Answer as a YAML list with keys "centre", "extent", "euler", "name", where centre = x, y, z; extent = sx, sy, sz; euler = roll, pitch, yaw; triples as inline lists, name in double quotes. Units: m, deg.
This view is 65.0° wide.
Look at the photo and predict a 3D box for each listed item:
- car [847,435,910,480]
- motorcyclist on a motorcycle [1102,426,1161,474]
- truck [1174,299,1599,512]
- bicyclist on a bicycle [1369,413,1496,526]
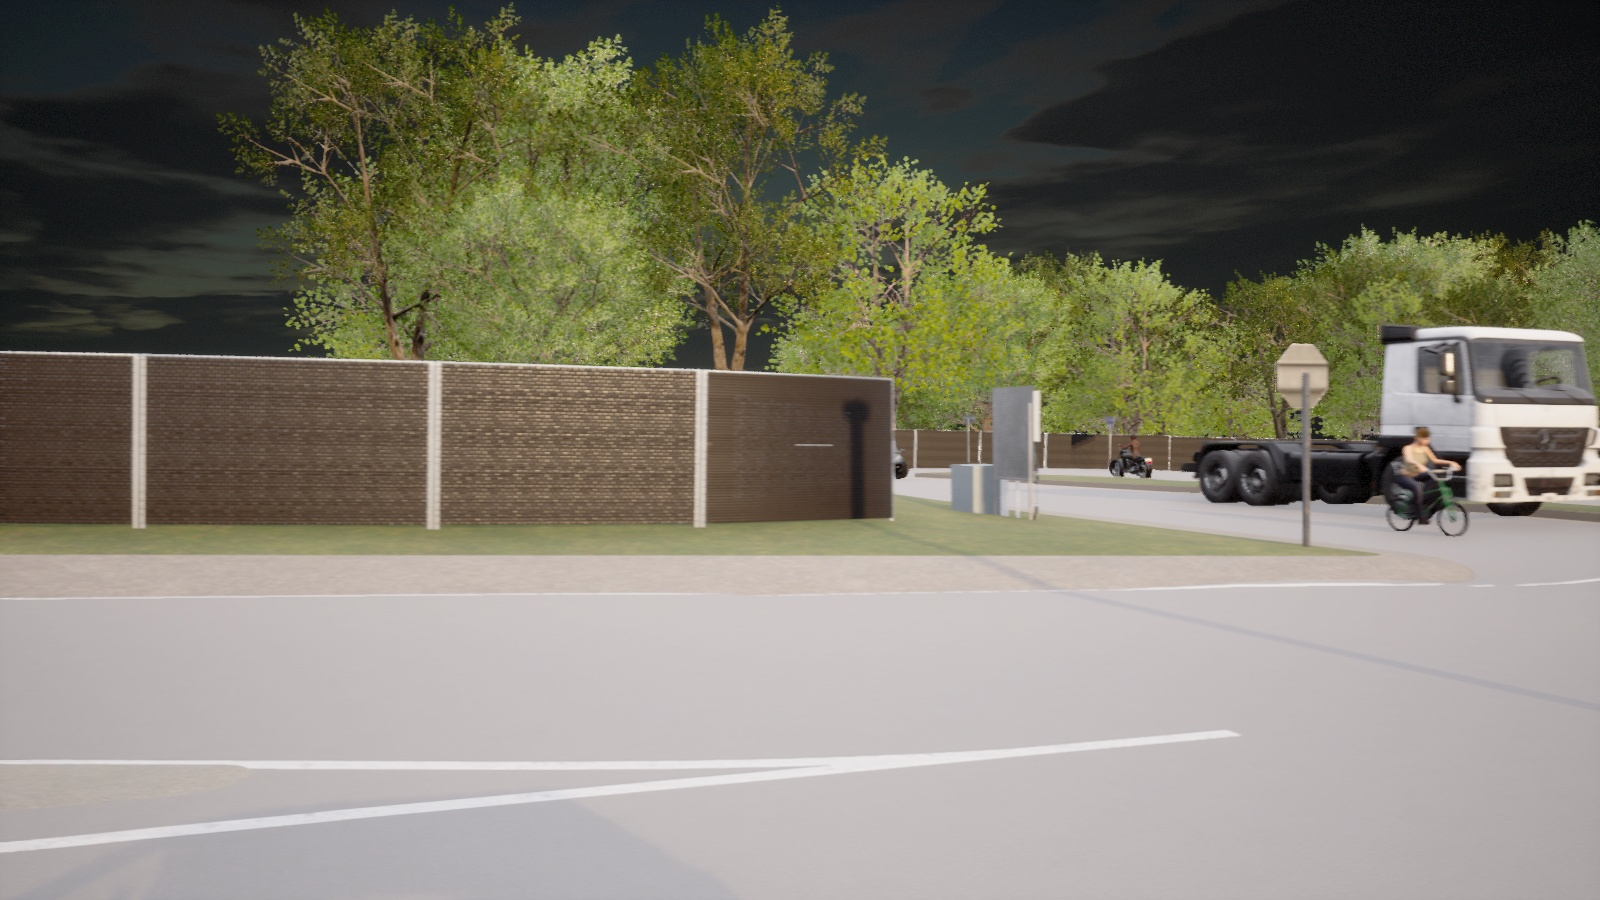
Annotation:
- centre: [2.825, 0.241, 46.255]
  extent: [2.163, 1.488, 4.792]
  euler: [-2, 0, 2]
  name: "car"
- centre: [11.868, -0.007, 45.053]
  extent: [0.766, 1.649, 2.350]
  euler: [-2, 1, -20]
  name: "motorcyclist on a motorcycle"
- centre: [11.056, -0.787, 24.549]
  extent: [2.891, 3.462, 7.936]
  euler: [-1, 1, -21]
  name: "truck"
- centre: [9.519, 0.269, 18.953]
  extent: [0.866, 1.612, 1.509]
  euler: [-2, 2, -21]
  name: "bicyclist on a bicycle"
